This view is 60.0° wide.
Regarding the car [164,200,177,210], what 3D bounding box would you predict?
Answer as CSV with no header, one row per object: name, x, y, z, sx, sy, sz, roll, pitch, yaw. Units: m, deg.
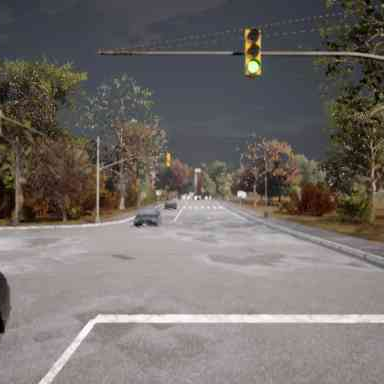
car,-3.305,2.034,52.677,2.033,1.411,5.357,0,1,1

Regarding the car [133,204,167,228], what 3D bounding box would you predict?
car,-3.453,2.020,27.016,2.033,1.411,5.357,-1,0,0

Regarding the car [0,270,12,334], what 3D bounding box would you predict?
car,-3.496,1.499,2.785,2.128,1.511,4.902,0,0,0
